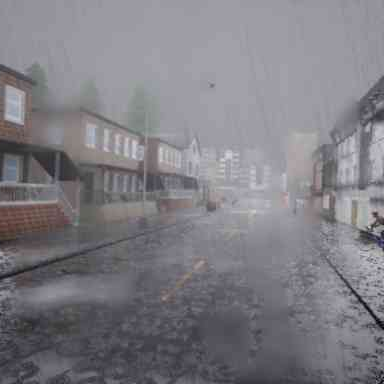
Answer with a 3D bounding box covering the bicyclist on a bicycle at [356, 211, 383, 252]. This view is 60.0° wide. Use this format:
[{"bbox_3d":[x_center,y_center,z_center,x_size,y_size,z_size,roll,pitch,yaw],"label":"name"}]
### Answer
[{"bbox_3d":[7.411,1.597,13.180,1.656,1.620,0.582,2,0,14],"label":"bicyclist on a bicycle"}]
